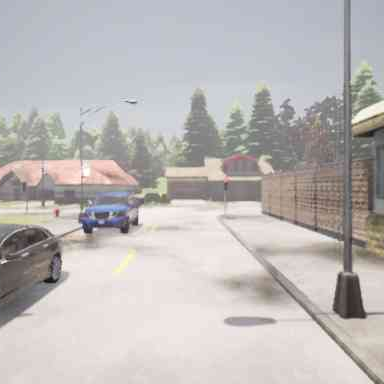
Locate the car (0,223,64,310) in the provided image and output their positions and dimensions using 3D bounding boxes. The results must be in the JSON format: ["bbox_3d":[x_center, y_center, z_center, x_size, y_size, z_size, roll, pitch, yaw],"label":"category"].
[{"bbox_3d":[-4.162,1.459,6.632,1.837,1.490,4.892,0,1,-1],"label":"car"}]

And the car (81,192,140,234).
[{"bbox_3d":[-4.279,1.033,18.382,2.150,2.045,5.566,0,1,0],"label":"car"}]
